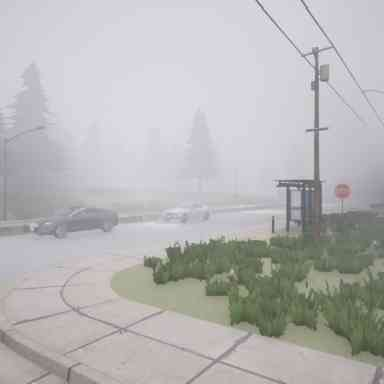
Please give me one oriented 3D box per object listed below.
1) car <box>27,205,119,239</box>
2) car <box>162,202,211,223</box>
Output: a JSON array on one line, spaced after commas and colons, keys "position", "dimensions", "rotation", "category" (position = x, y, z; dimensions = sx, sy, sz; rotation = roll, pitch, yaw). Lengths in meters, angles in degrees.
[{"position": [-6.150, 1.492, 17.760], "dimensions": [2.128, 1.511, 4.902], "rotation": [0, 0, 36], "category": "car"}, {"position": [-0.305, 1.526, 25.833], "dimensions": [1.812, 1.442, 4.674], "rotation": [0, 0, 36], "category": "car"}]
